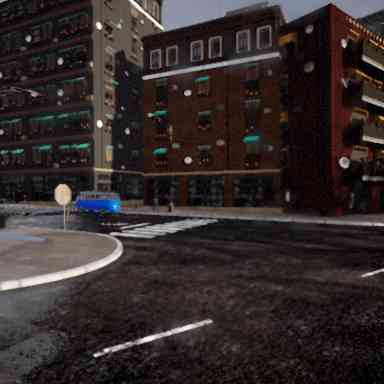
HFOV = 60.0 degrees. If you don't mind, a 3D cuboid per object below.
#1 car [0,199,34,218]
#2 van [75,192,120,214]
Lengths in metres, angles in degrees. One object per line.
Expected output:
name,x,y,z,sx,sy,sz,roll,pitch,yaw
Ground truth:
car,-13.867,1.147,24.362,4.718,1.301,1.895,1,1,25
van,-7.950,0.904,28.007,3.998,1.788,1.690,1,0,25
